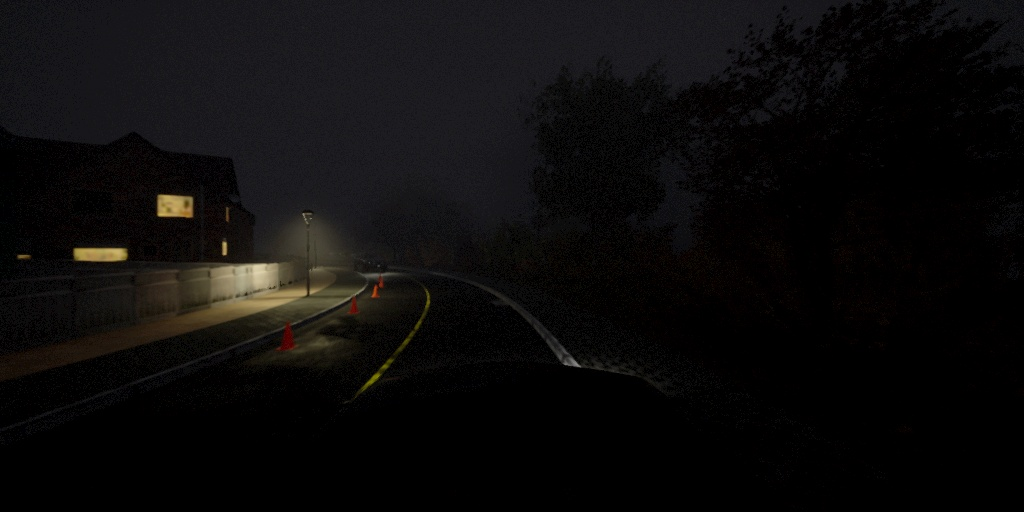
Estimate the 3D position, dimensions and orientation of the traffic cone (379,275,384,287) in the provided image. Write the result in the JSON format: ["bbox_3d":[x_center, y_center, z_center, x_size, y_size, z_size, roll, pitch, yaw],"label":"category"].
[{"bbox_3d":[-7.941,1.619,21.886,0.340,0.580,0.340,0,0,-19],"label":"traffic cone"}]

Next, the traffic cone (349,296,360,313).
[{"bbox_3d":[-5.539,1.696,12.584,0.340,0.580,0.340,0,0,-10],"label":"traffic cone"}]

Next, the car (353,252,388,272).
[{"bbox_3d":[-15.510,0.633,39.043,2.150,2.045,5.566,0,1,-40],"label":"car"}]

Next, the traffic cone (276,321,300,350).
[{"bbox_3d":[-4.885,1.715,7.822,0.340,0.580,0.340,0,0,-6],"label":"traffic cone"}]

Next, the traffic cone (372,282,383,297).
[{"bbox_3d":[-6.560,1.664,17.282,0.340,0.580,0.340,0,0,-14],"label":"traffic cone"}]
